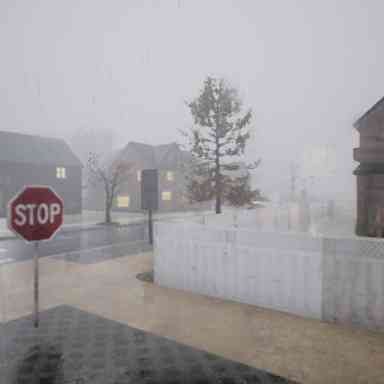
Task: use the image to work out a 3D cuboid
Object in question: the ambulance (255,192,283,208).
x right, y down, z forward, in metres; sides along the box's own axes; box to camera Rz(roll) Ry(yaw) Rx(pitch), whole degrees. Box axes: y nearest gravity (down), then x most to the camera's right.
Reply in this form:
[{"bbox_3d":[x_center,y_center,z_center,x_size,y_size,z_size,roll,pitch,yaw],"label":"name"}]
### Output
[{"bbox_3d":[8.620,1.239,38.948,2.351,2.431,6.366,-1,-1,34],"label":"ambulance"}]
